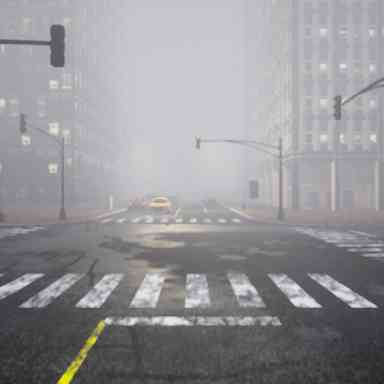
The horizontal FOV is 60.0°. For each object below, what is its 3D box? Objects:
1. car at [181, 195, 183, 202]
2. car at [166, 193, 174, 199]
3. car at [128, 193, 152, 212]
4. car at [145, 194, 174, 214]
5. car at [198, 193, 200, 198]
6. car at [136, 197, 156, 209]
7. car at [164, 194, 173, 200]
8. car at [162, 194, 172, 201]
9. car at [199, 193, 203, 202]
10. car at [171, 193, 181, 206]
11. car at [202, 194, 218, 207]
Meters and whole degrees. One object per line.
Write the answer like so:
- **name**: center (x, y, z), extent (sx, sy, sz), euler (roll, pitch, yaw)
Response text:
- **car**: center (-3.004, 0.935, 66.979), extent (2.097, 1.767, 4.553), euler (0, 0, 0)
- **car**: center (-5.681, 1.110, 86.052), extent (1.887, 1.381, 4.507), euler (1, 0, 0)
- **car**: center (-5.676, 1.258, 35.876), extent (1.967, 1.590, 4.097), euler (1, 0, 0)
- **car**: center (-3.096, 1.311, 32.783), extent (1.882, 1.535, 5.008), euler (0, 0, 0)
- **car**: center (2.700, 1.242, 63.822), extent (1.947, 1.339, 4.313), euler (1, 0, 0)
- **car**: center (-5.680, 1.371, 41.452), extent (1.802, 1.307, 4.206), euler (1, 0, 0)
- **car**: center (-5.681, 1.144, 80.477), extent (2.008, 1.369, 4.403), euler (1, 0, 0)
- **car**: center (-5.680, 1.166, 74.902), extent (1.887, 1.381, 4.507), euler (1, 0, 0)
- **car**: center (2.701, 1.229, 58.414), extent (1.752, 1.417, 4.829), euler (1, 0, 0)
- **car**: center (-3.069, 1.224, 49.906), extent (1.882, 1.535, 5.008), euler (0, 0, 0)
- **car**: center (2.700, 1.343, 47.089), extent (1.802, 1.307, 4.206), euler (1, 0, 0)
